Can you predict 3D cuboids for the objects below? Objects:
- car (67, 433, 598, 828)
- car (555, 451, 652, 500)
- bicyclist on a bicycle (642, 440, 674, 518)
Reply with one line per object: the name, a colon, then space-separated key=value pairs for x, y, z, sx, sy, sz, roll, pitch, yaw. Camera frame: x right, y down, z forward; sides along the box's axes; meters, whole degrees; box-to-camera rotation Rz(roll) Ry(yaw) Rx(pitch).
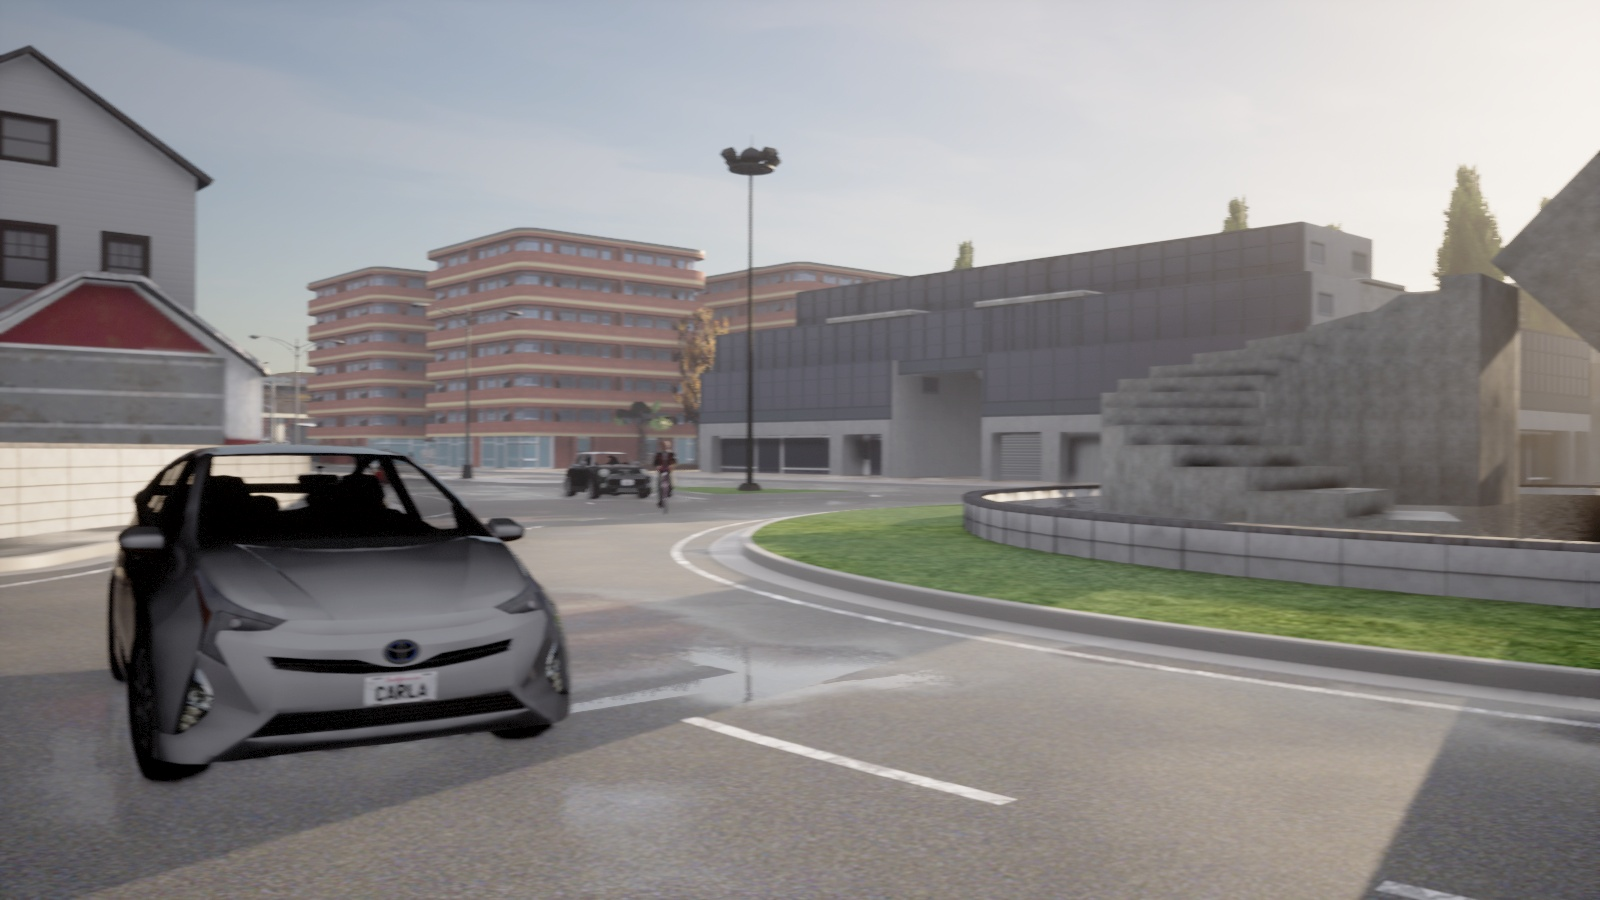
car: x=-3.006 y=0.702 z=7.295 sx=2.007 sy=1.525 sz=4.514 roll=0 pitch=0 yaw=-32
car: x=-6.362 y=0.779 z=40.329 sx=1.970 sy=1.475 sz=3.806 roll=0 pitch=0 yaw=-28
bicyclist on a bicycle: x=-3.353 y=0.666 z=29.723 sx=0.659 sy=1.776 sz=1.843 roll=-1 pitch=0 yaw=-4
